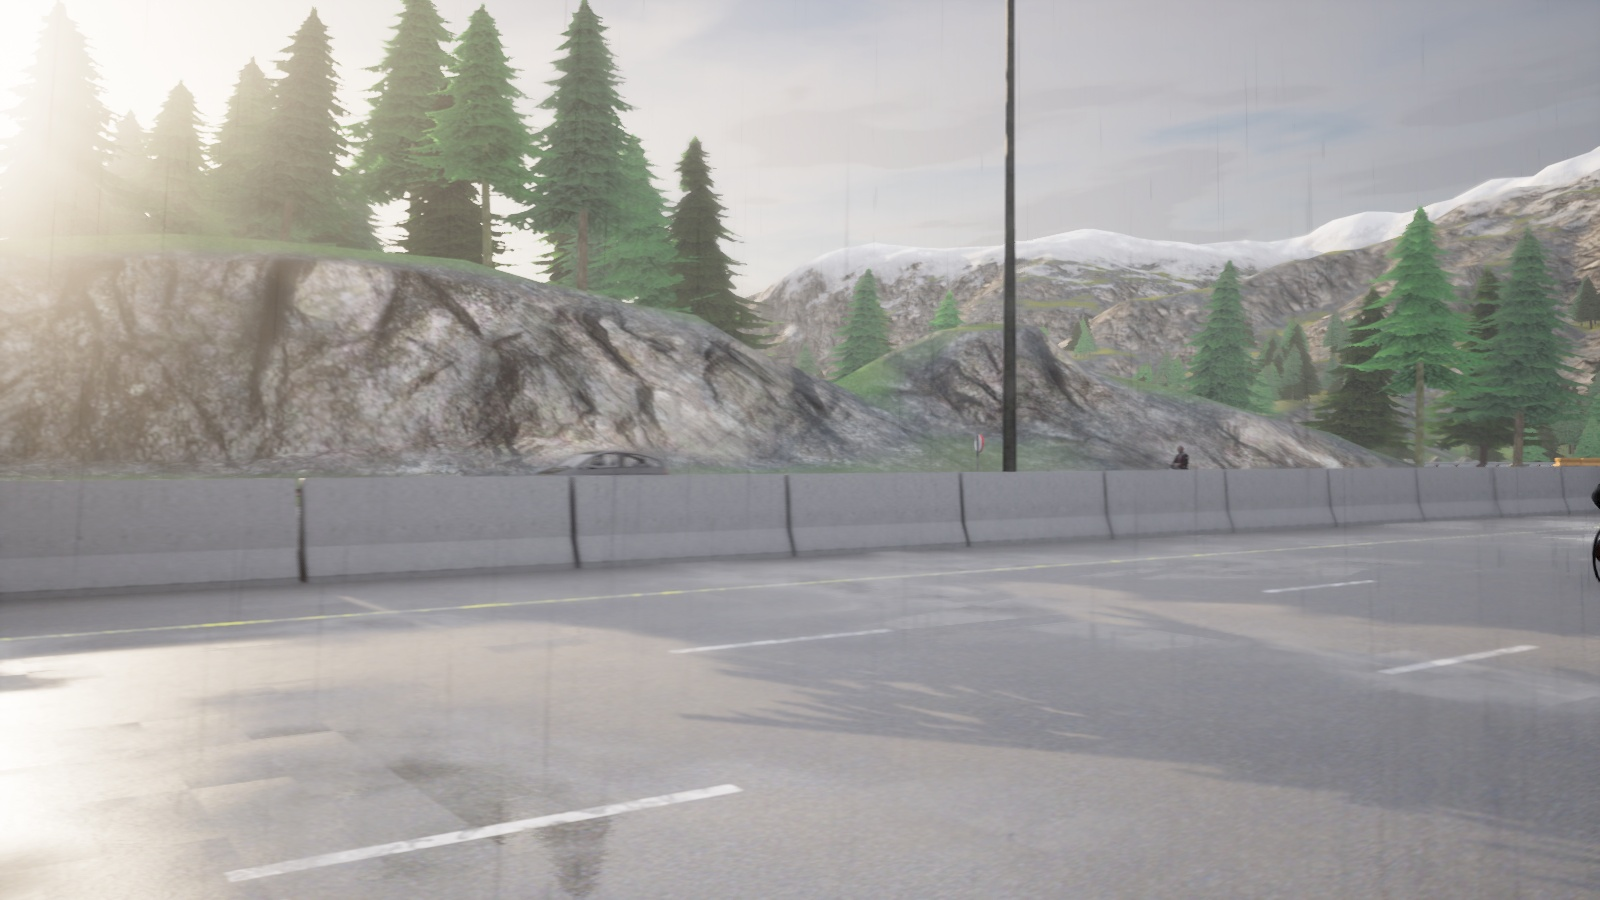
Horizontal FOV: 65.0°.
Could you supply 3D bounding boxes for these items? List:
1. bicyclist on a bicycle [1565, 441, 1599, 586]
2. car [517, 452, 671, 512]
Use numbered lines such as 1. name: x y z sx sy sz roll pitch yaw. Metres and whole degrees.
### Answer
1. bicyclist on a bicycle: 9.598 0.713 14.604 1.656 1.620 0.582 0 0 -35
2. car: -5.547 0.818 33.913 3.705 1.549 1.789 0 0 -35
